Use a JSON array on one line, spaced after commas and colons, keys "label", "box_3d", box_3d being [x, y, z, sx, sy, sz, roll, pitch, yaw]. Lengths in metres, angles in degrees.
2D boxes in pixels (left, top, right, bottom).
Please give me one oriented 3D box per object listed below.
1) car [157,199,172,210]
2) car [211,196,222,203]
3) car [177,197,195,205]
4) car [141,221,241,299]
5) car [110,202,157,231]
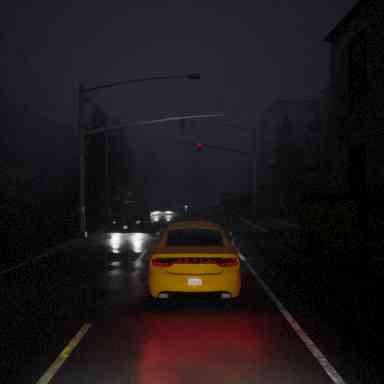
[{"label": "car", "box_3d": [-3.574, 1.601, 42.032, 1.895, 1.301, 4.718, 0, 0, 1]}, {"label": "car", "box_3d": [5.887, 1.551, 69.296, 1.994, 1.385, 4.181, 0, 0, 44]}, {"label": "car", "box_3d": [-0.978, 1.525, 58.322, 1.812, 1.442, 4.674, 0, 0, 23]}, {"label": "car", "box_3d": [0.061, 1.478, 8.508, 1.882, 1.535, 5.008, 0, 0, 0]}, {"label": "car", "box_3d": [-3.641, 1.547, 20.832, 2.033, 1.411, 5.357, 0, 0, 0]}]
